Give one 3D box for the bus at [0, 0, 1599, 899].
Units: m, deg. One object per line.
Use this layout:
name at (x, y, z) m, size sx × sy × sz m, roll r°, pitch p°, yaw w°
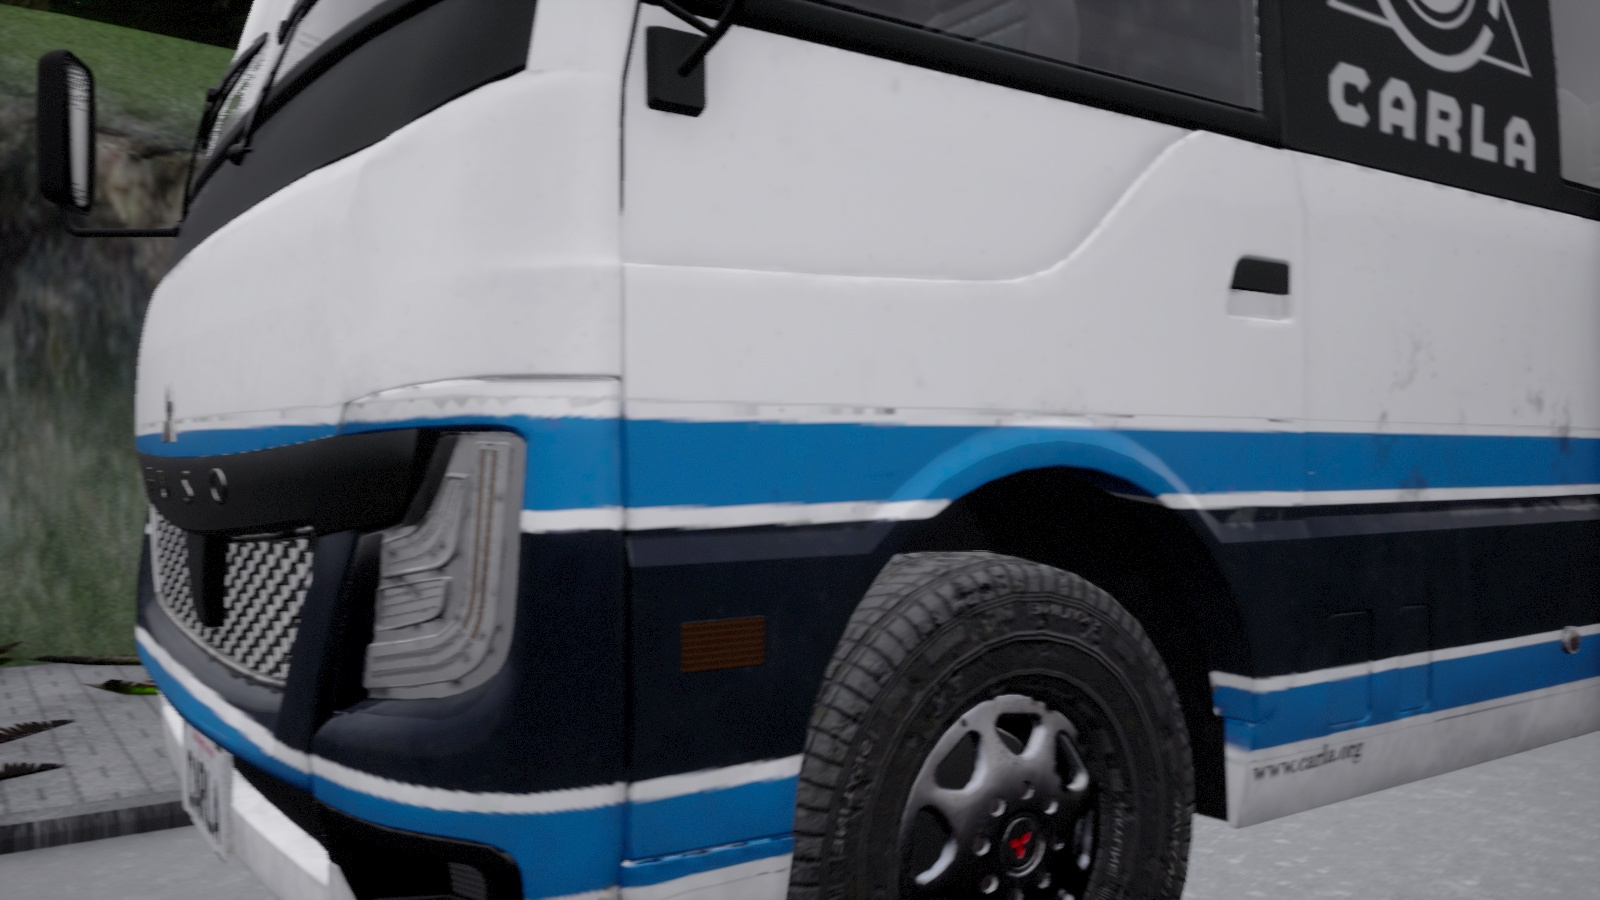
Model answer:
bus at (1.842, -0.622, 5.556) m, size 10.273 × 4.253 × 3.944 m, roll 0°, pitch 0°, yaw -35°
